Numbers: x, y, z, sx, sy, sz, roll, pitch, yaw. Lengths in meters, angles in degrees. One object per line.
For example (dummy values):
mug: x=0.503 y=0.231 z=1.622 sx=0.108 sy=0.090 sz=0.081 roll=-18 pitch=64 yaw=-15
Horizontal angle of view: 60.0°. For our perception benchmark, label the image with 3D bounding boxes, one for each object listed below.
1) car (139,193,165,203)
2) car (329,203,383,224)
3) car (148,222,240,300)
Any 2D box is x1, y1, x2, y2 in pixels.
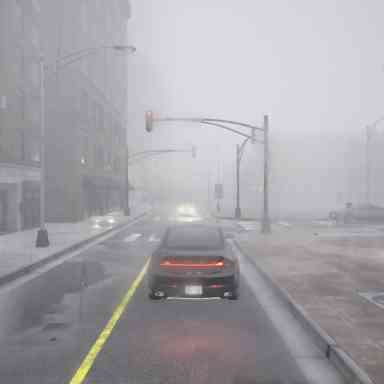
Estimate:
car: x=-8.402 y=1.286 z=70.028 sx=5.566 sy=2.045 sz=2.150 roll=0 pitch=0 yaw=9
car: x=12.061 y=1.512 z=23.748 sx=4.181 sy=1.385 sz=1.994 roll=0 pitch=0 yaw=0
car: x=0.058 y=1.504 z=8.358 sx=1.837 sy=1.490 sz=4.892 roll=0 pitch=0 yaw=1
